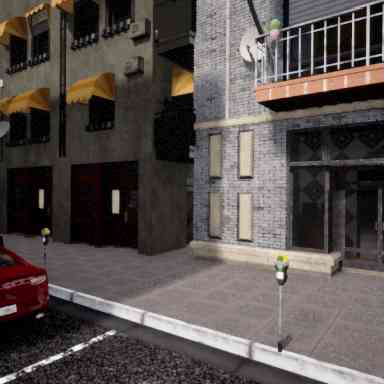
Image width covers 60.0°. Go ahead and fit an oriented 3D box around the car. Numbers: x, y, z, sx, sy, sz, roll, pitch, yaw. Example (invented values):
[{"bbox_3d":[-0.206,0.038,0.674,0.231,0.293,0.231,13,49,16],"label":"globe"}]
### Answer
[{"bbox_3d":[-4.421,1.544,6.028,4.507,1.381,1.887,0,1,36],"label":"car"}]
